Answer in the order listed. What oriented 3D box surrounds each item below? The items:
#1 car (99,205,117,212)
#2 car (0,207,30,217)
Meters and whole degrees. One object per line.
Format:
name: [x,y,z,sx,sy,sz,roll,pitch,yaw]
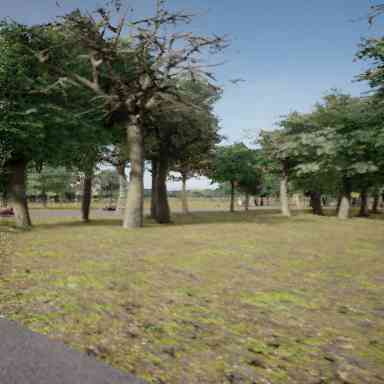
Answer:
car: [-19.215,3.810,77.218,1.837,1.490,4.892,0,-1,36]
car: [-28.181,3.128,52.808,1.812,1.442,4.674,0,-2,36]
